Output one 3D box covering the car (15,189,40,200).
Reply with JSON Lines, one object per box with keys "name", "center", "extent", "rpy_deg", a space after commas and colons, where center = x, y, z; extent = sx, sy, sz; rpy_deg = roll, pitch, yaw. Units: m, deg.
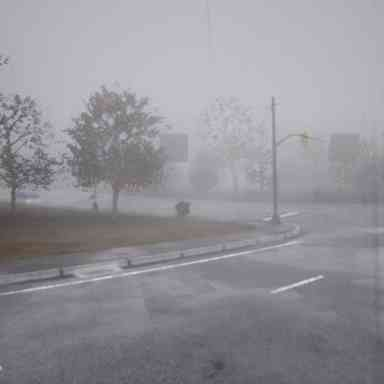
{"name": "car", "center": [-23.796, 0.272, 47.932], "extent": [4.674, 1.442, 1.812], "rpy_deg": [3, 3, 39]}
